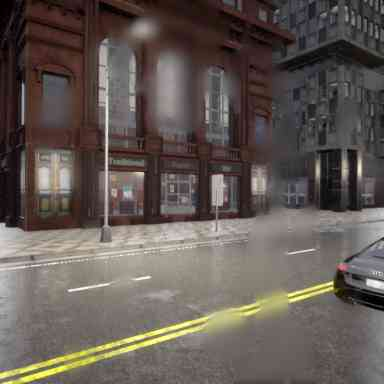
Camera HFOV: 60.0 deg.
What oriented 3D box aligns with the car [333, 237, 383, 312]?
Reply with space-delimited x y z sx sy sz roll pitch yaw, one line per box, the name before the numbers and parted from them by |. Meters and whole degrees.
car | 4.825 1.561 6.899 4.181 1.385 1.994 0 0 -35
